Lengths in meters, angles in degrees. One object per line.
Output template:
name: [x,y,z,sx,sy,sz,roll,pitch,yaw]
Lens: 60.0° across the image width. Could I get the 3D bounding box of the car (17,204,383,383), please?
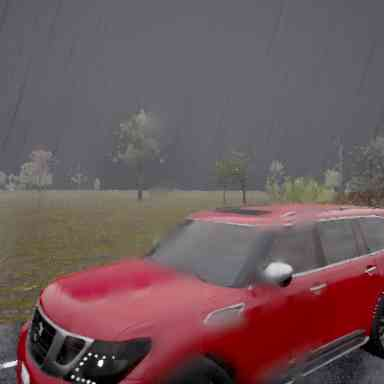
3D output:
car: [0.827,1.223,4.454,5.566,2.045,2.150,0,0,-35]
